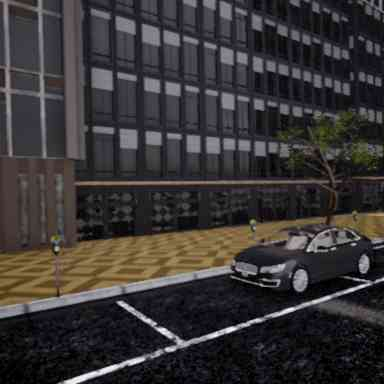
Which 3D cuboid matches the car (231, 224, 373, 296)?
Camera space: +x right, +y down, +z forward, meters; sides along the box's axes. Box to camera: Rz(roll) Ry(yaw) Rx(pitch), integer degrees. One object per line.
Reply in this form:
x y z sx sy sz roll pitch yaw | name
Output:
2.953 1.541 8.556 4.403 1.369 2.008 -1 -1 -35 | car
